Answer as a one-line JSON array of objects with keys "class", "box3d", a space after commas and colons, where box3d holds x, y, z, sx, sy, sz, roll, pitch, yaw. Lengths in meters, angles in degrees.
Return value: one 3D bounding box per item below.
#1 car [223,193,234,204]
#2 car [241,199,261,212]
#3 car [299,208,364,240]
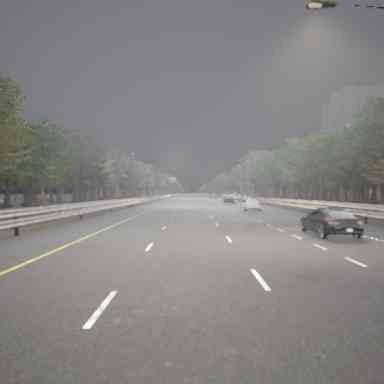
[{"class": "car", "box3d": [7.090, 1.535, 65.397, 1.882, 1.535, 5.008, 0, 0, 0]}, {"class": "car", "box3d": [7.014, 1.556, 39.833, 1.812, 1.442, 4.674, 0, 0, 0]}, {"class": "car", "box3d": [6.999, 1.537, 17.058, 1.812, 1.442, 4.674, 0, 0, 0]}]
